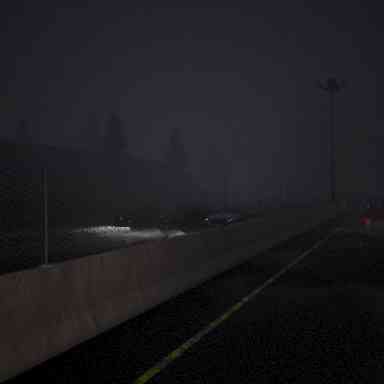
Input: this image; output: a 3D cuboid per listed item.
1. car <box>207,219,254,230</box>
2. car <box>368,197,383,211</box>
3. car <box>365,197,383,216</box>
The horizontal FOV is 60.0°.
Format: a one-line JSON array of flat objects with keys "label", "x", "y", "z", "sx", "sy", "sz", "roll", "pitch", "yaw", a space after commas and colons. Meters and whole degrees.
[{"label": "car", "x": 2.454, "y": 1.478, "z": 19.667, "sx": 1.812, "sy": 1.442, "sz": 4.674, "roll": 0, "pitch": 0, "yaw": 30}, {"label": "car", "x": 21.385, "y": 1.326, "z": 38.417, "sx": 1.812, "sy": 1.442, "sz": 4.674, "roll": 0, "pitch": 0, "yaw": 27}, {"label": "car", "x": 16.852, "y": 1.196, "z": 29.978, "sx": 2.097, "sy": 1.767, "sz": 4.553, "roll": 0, "pitch": 0, "yaw": 30}]
